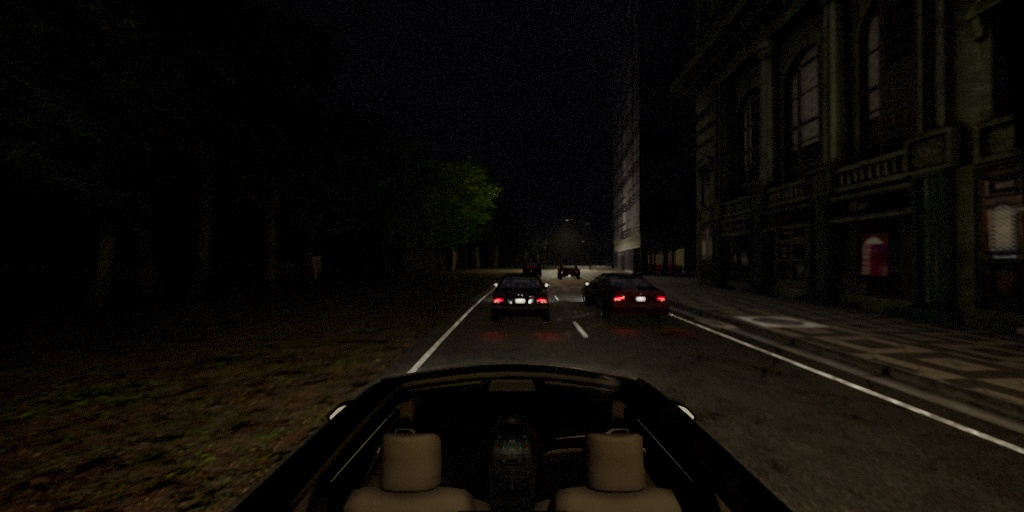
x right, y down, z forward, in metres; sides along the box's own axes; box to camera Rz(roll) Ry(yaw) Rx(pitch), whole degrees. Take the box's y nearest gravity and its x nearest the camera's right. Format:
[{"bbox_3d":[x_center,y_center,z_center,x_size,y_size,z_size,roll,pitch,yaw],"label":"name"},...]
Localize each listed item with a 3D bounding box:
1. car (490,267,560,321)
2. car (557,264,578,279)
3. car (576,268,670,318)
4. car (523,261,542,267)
[{"bbox_3d":[0.312,1.296,12.469,2.033,1.411,5.357,0,0,2],"label":"car"},{"bbox_3d":[5.150,1.411,32.944,1.895,1.301,4.718,0,0,5],"label":"car"},{"bbox_3d":[3.831,1.301,12.932,2.033,1.411,5.357,0,0,2],"label":"car"},{"bbox_3d":[2.181,1.317,38.170,1.882,1.535,5.008,0,0,6],"label":"car"}]
